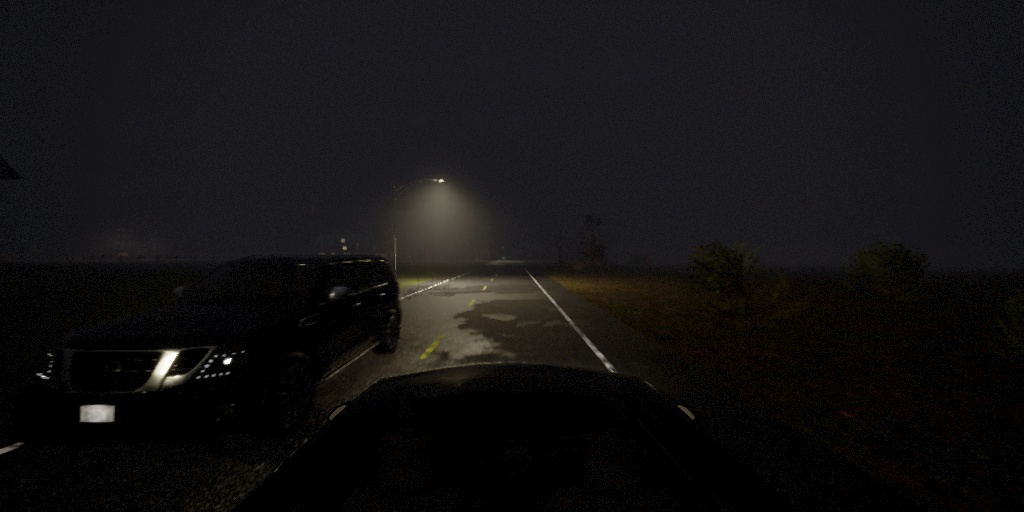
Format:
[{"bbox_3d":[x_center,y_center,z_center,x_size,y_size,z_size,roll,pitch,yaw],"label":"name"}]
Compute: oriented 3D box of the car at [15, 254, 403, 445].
[{"bbox_3d":[-3.501,0.980,5.795,2.150,2.045,5.566,0,0,0],"label":"car"}]
